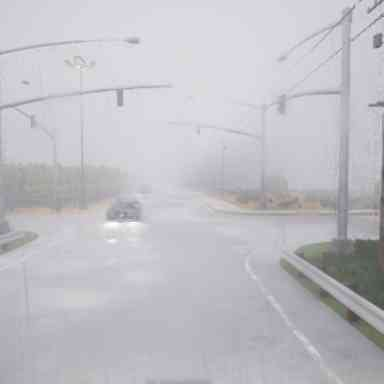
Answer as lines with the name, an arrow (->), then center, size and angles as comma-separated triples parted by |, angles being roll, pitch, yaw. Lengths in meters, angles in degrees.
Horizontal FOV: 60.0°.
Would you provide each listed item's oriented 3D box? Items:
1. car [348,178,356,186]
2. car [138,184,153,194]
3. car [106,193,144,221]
car -> 40.902, -2.481, 84.109 | 1.905, 1.878, 3.866 | 10, 10, 40
car -> -6.994, -0.479, 50.360 | 1.837, 1.490, 4.892 | 0, 5, -6
car -> -4.217, 1.051, 21.362 | 1.994, 1.385, 4.181 | 0, 3, -3
